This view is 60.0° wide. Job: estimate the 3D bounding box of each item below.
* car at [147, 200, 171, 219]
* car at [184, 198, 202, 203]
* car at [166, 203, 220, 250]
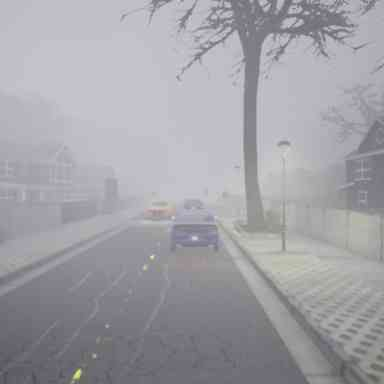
[{"bbox_3d":[-2.758,1.463,29.156,1.882,1.535,5.008,0,0,0],"label":"car"},{"bbox_3d":[0.100,1.338,29.385,2.097,1.767,4.553,0,0,0],"label":"car"},{"bbox_3d":[0.104,1.471,14.234,1.882,1.535,5.008,0,0,0],"label":"car"}]
